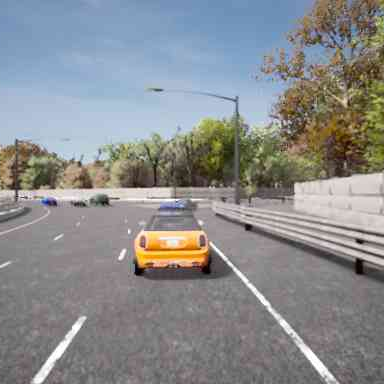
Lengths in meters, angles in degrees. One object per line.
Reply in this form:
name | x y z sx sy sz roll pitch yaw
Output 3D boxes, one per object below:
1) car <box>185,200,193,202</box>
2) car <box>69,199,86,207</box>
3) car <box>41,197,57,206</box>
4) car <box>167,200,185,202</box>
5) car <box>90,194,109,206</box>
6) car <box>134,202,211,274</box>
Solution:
car | -0.747 1.603 38.754 2.033 1.411 5.357 0 0 16
car | -19.185 1.739 55.529 1.895 1.301 4.718 0 0 -30
car | -25.035 1.638 58.149 1.882 1.535 5.008 0 0 -34
car | -1.810 1.522 28.075 1.882 1.535 5.008 0 0 -1
car | -15.725 1.350 56.523 2.150 2.045 5.566 0 0 -29
car | -0.650 1.368 10.817 2.097 1.767 4.553 0 0 -4
